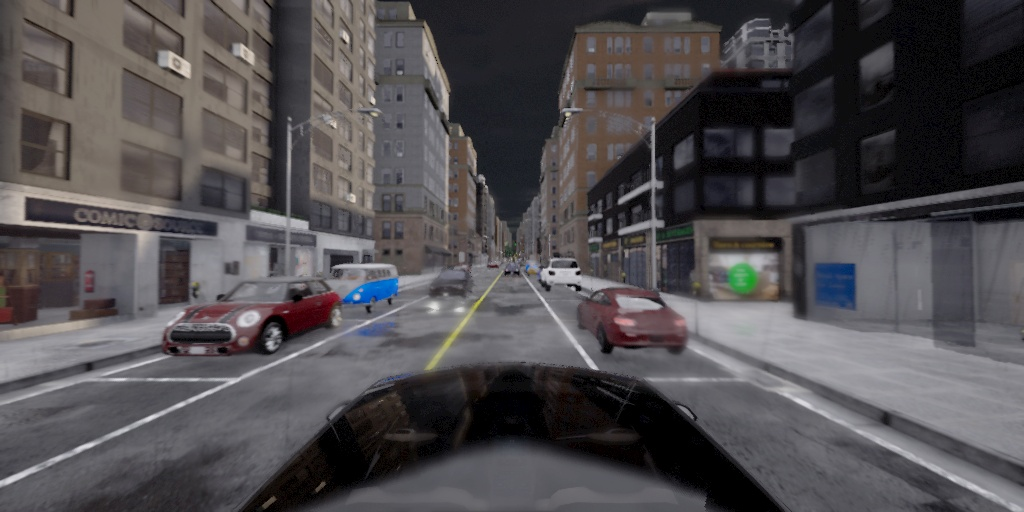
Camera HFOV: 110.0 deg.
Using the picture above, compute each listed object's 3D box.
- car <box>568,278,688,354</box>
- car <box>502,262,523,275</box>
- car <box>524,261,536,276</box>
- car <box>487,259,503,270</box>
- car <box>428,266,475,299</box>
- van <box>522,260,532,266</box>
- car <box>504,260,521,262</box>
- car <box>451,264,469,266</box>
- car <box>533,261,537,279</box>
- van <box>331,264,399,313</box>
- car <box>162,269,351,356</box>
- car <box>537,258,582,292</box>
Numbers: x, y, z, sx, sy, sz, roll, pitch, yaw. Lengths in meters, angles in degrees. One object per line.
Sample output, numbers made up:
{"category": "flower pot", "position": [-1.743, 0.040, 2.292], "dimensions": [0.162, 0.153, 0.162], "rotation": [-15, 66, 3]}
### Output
{"category": "car", "position": [2.667, 1.393, 8.664], "dimensions": [1.802, 1.307, 4.207], "rotation": [0, 0, 0]}
{"category": "car", "position": [0.029, 1.730, 44.889], "dimensions": [1.895, 1.301, 4.718], "rotation": [0, 0, 1]}
{"category": "car", "position": [2.660, 1.635, 42.874], "dimensions": [1.751, 1.417, 4.829], "rotation": [0, 0, 0]}
{"category": "car", "position": [-3.014, 1.673, 61.351], "dimensions": [1.895, 1.301, 4.718], "rotation": [0, 0, 0]}
{"category": "car", "position": [-3.106, 1.454, 19.475], "dimensions": [2.033, 1.411, 5.357], "rotation": [0, 0, 0]}
{"category": "van", "position": [2.658, 1.500, 48.377], "dimensions": [1.690, 1.789, 3.998], "rotation": [0, 0, 0]}
{"category": "car", "position": [0.156, 1.795, 60.910], "dimensions": [1.812, 1.442, 4.674], "rotation": [0, -1, 6]}
{"category": "car", "position": [-5.865, 1.627, 37.032], "dimensions": [1.948, 1.339, 4.313], "rotation": [0, 0, 0]}
{"category": "car", "position": [3.133, 1.481, 30.455], "dimensions": [1.882, 1.535, 5.008], "rotation": [0, 0, 0]}
{"category": "van", "position": [-5.860, 1.202, 14.341], "dimensions": [1.690, 1.789, 3.998], "rotation": [0, 0, 0]}
{"category": "car", "position": [-5.859, 1.251, 8.669], "dimensions": [1.967, 1.591, 4.097], "rotation": [0, 0, 0]}
{"category": "car", "position": [3.101, 1.170, 23.487], "dimensions": [2.150, 2.045, 5.566], "rotation": [0, 0, 0]}
